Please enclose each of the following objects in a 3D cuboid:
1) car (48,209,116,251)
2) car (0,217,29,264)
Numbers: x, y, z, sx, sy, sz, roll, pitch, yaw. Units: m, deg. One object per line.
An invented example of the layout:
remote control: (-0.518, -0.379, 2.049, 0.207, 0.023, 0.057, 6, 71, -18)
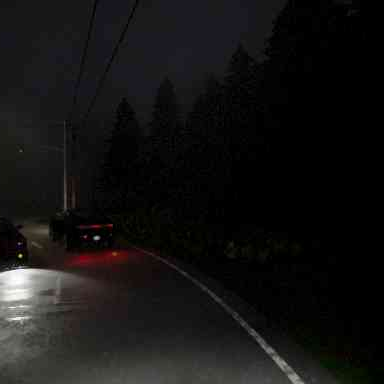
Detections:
car: (-4.799, 1.469, 14.205, 2.128, 1.511, 4.902, 0, 0, -33)
car: (-6.677, 1.546, 10.966, 1.994, 1.385, 4.181, 0, 0, -33)
